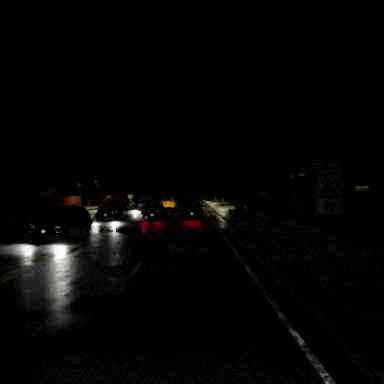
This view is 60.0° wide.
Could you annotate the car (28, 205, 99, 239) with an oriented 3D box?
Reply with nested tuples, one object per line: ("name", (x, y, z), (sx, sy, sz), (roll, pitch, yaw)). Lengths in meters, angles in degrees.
("car", (-6.593, 1.492, 17.200), (1.837, 1.490, 4.892), (0, 0, 0))

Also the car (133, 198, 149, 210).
("car", (-6.504, 1.508, 44.054), (2.128, 1.511, 4.902), (0, 0, 0))

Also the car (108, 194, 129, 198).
("car", (-9.751, 1.222, 44.383), (2.150, 2.045, 5.566), (0, 0, 0))

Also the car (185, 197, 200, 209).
("car", (0.069, 1.497, 45.634), (1.882, 1.535, 5.008), (0, 0, 0))

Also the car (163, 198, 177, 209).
("car", (-3.180, 1.496, 45.462), (1.882, 1.535, 5.008), (0, 0, 0))

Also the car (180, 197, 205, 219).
("car", (0.022, 1.496, 29.285), (1.837, 1.490, 4.892), (0, 0, 0))

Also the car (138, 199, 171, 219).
("car", (-3.234, 1.591, 29.241), (1.895, 1.301, 4.718), (0, 0, 0))

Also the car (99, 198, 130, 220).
("car", (-6.548, 1.493, 27.642), (1.837, 1.490, 4.892), (0, 0, 1))
